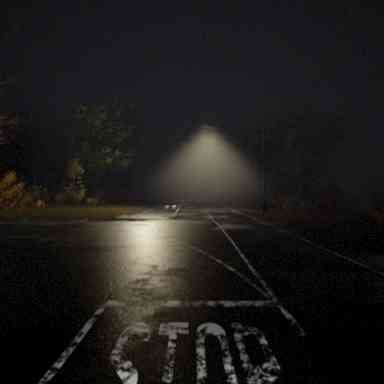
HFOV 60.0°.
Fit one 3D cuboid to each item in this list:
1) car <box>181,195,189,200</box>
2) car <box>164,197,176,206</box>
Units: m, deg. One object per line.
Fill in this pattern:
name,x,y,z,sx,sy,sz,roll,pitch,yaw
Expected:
car,-1.914,1.652,93.917,2.033,1.411,5.357,0,0,5
car,-3.709,1.627,57.521,1.994,1.385,4.181,0,0,-1
